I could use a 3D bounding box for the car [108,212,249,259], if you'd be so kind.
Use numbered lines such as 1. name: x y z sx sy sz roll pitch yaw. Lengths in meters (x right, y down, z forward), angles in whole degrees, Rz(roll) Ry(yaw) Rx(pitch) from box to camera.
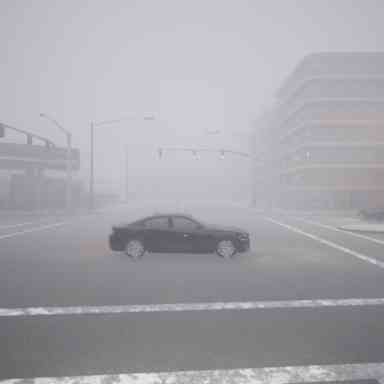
1. car: -0.452 1.485 11.994 5.008 1.535 1.882 0 0 0

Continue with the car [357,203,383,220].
1. car: 16.370 1.536 26.959 5.357 1.411 2.033 0 0 0

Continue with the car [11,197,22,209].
1. car: -24.023 1.438 42.640 3.806 1.475 1.970 0 0 1

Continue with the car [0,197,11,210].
1. car: -23.307 1.279 36.889 4.611 1.667 2.242 0 0 1
